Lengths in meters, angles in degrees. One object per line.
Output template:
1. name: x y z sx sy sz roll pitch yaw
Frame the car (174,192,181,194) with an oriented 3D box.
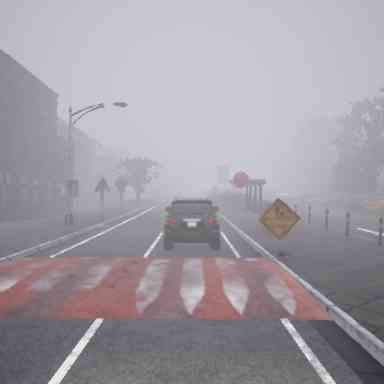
1. car: -3.251 0.677 75.914 2.033 1.411 5.357 0 1 0

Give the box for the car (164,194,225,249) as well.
1. car: 0.000 1.256 14.691 2.150 2.045 5.566 0 0 0

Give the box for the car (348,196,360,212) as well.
1. car: 18.837 1.388 33.653 4.674 1.452 2.002 0 1 0

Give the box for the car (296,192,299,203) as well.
1. car: 18.846 1.129 50.303 4.792 1.488 2.163 0 1 0

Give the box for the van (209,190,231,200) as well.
1. van: 5.828 0.587 69.007 4.442 1.987 1.878 0 1 0

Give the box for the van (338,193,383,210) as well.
1. van: 18.953 1.080 36.423 4.442 1.987 1.878 0 1 0

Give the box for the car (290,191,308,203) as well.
1. car: 18.820 1.059 53.077 4.892 1.521 2.231 0 1 0

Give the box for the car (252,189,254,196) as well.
1. car: 18.954 0.456 86.387 5.366 1.575 1.946 0 1 0

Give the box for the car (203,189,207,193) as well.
1. car: 5.707 0.656 77.423 4.892 1.521 2.231 0 1 0

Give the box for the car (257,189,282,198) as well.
1. car: 18.804 0.334 80.832 5.566 2.045 2.435 0 1 0

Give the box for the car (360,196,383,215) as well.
1. car: 18.839 1.389 30.875 5.008 1.535 2.097 0 1 0

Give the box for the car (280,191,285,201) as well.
1. car: 18.811 0.975 58.628 5.008 1.535 2.097 0 1 0

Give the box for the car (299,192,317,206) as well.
1. car: 18.635 1.137 47.527 5.366 1.575 1.946 0 1 0

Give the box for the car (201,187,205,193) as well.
1. car: 5.665 0.283 83.024 5.566 2.045 2.435 0 1 0

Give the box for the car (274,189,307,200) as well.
1. car: 18.773 0.682 61.400 5.566 2.045 2.435 0 1 0

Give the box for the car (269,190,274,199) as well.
1. car: 18.789 0.848 66.956 5.008 1.535 2.097 0 1 0

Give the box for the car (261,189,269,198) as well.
1. car: 18.812 0.729 75.287 4.792 1.488 2.163 0 1 0

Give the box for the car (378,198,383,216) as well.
1. car: 18.846 1.472 28.101 4.674 1.452 2.002 0 1 0

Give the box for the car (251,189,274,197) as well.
1. car: 18.793 0.145 89.157 5.566 2.045 2.435 0 1 0

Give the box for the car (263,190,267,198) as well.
1. car: 18.757 0.785 72.504 4.792 1.488 2.163 0 1 0

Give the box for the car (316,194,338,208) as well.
1. car: 18.800 1.253 41.977 4.792 1.488 2.163 0 1 0

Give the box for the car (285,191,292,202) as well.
1. car: 18.815 1.016 55.853 5.008 1.535 2.097 0 1 0

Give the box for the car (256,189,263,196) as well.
1. car: 18.751 0.392 78.056 5.566 2.045 2.435 0 1 0

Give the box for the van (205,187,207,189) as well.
1. van: 5.813 0.372 80.225 4.442 1.987 1.878 0 1 0

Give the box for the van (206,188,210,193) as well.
1. van: 5.599 0.634 66.205 4.442 1.987 1.878 0 1 0

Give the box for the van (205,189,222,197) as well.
1. van: 5.802 0.181 88.631 4.442 1.987 1.878 0 1 0

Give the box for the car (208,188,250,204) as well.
1. car: 5.707 0.819 52.186 5.566 2.045 2.435 0 1 0

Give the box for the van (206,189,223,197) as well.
1. van: 5.805 0.245 85.828 4.442 1.987 1.878 0 1 0

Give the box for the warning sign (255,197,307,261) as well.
1. warning sign: 2.766 1.123 10.499 1.300 1.860 1.060 -2 -2 0

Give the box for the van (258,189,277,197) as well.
1. van: 18.888 0.296 83.608 4.442 1.987 1.878 0 1 0

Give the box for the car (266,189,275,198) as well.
1. car: 18.975 0.799 69.733 5.366 1.575 1.946 0 1 0

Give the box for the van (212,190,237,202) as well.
1. van: 5.840 0.719 60.596 4.442 1.987 1.878 0 1 0
